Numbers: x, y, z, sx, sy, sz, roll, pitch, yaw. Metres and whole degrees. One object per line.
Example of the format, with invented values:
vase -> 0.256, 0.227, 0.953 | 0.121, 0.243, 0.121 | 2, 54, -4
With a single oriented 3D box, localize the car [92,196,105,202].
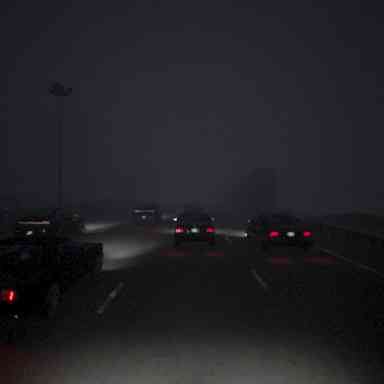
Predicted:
car -> -23.860, 1.719, 84.962 | 1.895, 1.301, 4.718 | 0, 0, 1

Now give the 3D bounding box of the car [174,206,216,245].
car -> 0.105, 1.599, 15.794 | 2.033, 1.411, 5.357 | 0, 0, 0

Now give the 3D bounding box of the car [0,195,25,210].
car -> -24.566, 1.365, 43.199 | 2.150, 2.045, 5.566 | 0, -1, 0

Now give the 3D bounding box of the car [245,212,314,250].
car -> 3.605, 1.595, 14.614 | 2.033, 1.411, 5.357 | 0, 0, 0

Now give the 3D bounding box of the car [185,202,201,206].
car -> 0.111, 1.717, 35.580 | 1.895, 1.301, 4.718 | 0, 0, 0

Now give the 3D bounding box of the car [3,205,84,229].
car -> -6.894, 1.546, 16.589 | 2.128, 1.511, 4.902 | 0, 0, 0

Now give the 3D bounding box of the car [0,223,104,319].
car -> -3.397, 1.625, 7.359 | 1.895, 1.301, 4.718 | 0, 0, 0

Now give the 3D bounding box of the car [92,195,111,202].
car -> -17.325, 1.728, 65.398 | 2.128, 1.511, 4.902 | 0, 0, 1

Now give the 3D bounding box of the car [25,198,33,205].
car -> -28.008, 1.672, 54.644 | 2.128, 1.511, 4.902 | 0, 0, 1

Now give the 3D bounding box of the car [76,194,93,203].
car -> -20.825, 1.437, 65.364 | 2.150, 2.045, 5.566 | 0, 0, 1

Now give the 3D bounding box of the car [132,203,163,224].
car -> -3.392, 1.576, 25.821 | 2.128, 1.511, 4.902 | 0, 0, 0
